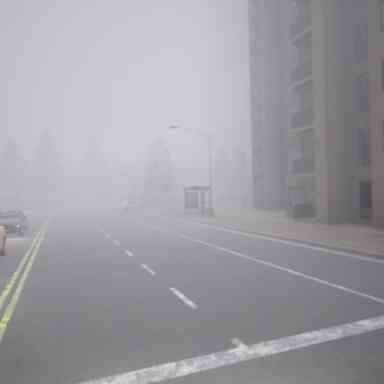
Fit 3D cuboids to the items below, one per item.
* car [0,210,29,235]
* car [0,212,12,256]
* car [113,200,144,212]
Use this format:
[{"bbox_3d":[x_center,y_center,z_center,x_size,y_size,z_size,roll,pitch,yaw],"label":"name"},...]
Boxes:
[{"bbox_3d":[-11.343,1.872,20.756,2.033,1.411,5.357,-1,0,-22],"label":"car"},{"bbox_3d":[-7.563,1.688,11.196,1.882,1.535,5.008,-1,0,-22],"label":"car"},{"bbox_3d":[-8.112,1.796,42.616,1.812,1.442,4.674,-2,0,29],"label":"car"}]
